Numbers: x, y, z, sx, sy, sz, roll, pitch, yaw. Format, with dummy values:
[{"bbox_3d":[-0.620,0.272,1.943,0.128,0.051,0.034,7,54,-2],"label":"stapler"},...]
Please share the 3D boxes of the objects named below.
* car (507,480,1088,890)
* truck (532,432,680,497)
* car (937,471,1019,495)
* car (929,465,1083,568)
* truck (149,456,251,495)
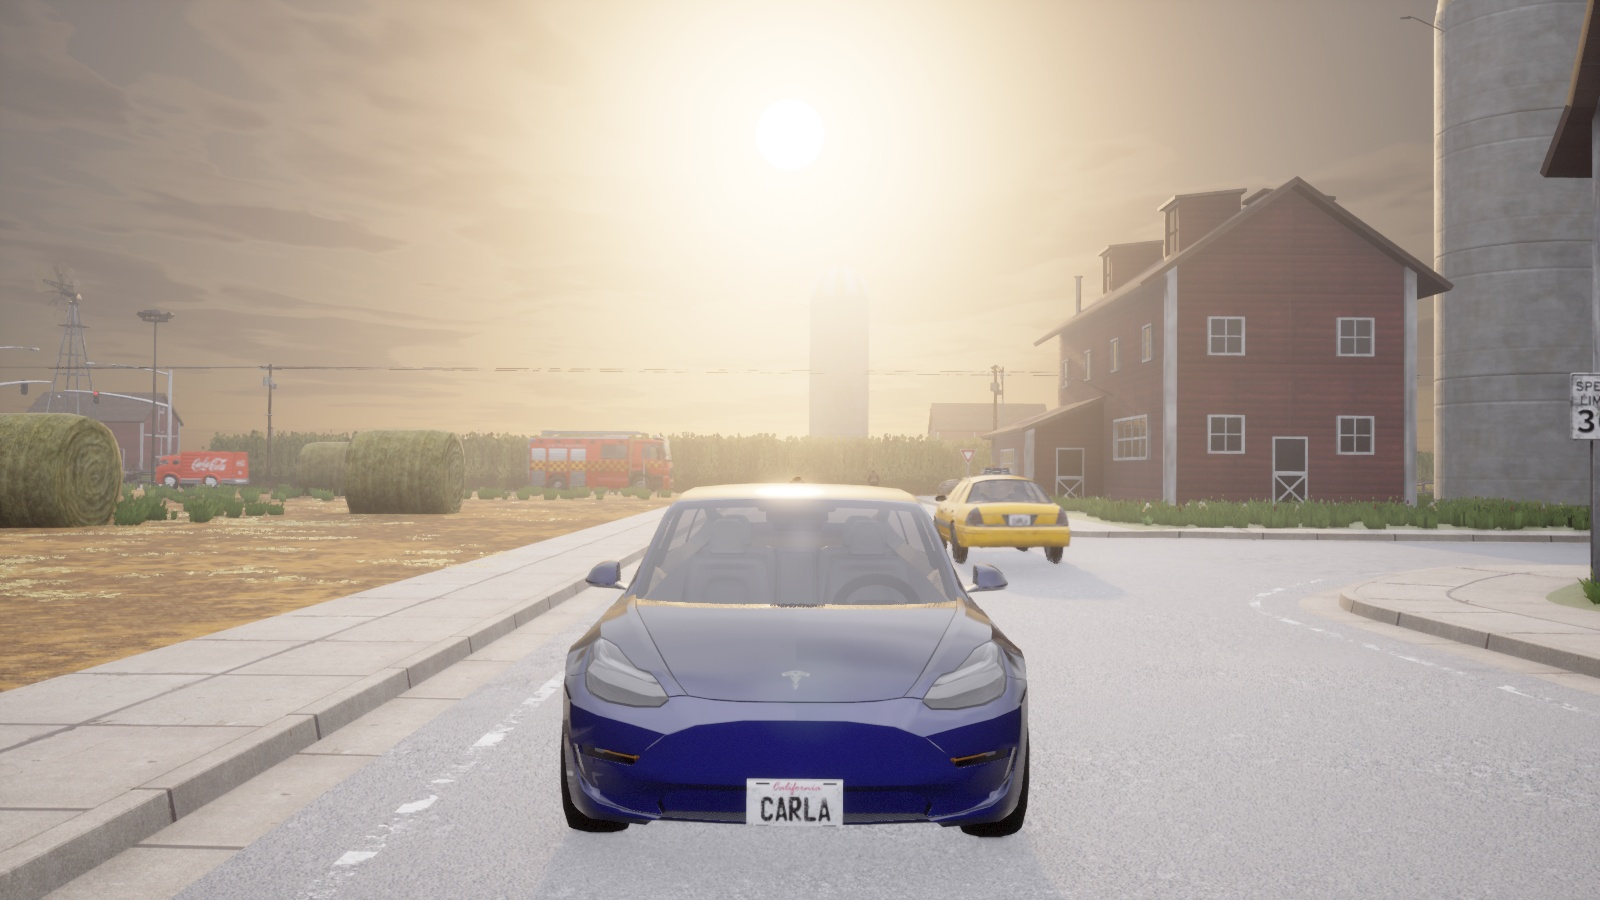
[{"bbox_3d":[-0.012,0.931,7.078,2.163,1.488,4.792,0,-1,0],"label":"car"},{"bbox_3d":[-11.686,0.889,76.042,8.468,3.827,2.891,0,-1,1],"label":"truck"},{"bbox_3d":[11.189,2.071,79.236,4.902,1.511,2.128,0,-1,1],"label":"car"},{"bbox_3d":[3.446,1.054,22.051,1.801,1.575,5.366,-1,-1,0],"label":"car"},{"bbox_3d":[-38.135,1.617,79.899,5.204,2.467,2.627,0,-1,1],"label":"truck"}]
